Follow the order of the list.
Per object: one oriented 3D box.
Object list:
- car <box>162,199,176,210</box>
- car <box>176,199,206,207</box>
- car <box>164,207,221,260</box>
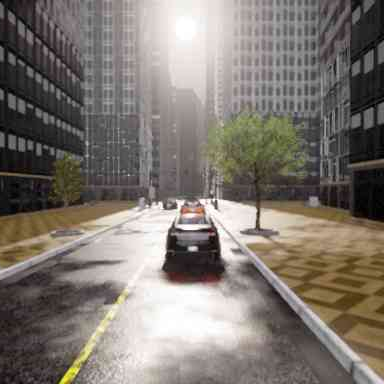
[{"bbox_3d":[-3.035,1.668,46.439,2.128,1.511,4.902,0,0,1],"label":"car"},{"bbox_3d":[0.053,1.449,27.532,2.097,1.767,4.553,0,0,1],"label":"car"},{"bbox_3d":[0.050,1.534,12.619,2.128,1.511,4.902,0,0,1],"label":"car"}]
